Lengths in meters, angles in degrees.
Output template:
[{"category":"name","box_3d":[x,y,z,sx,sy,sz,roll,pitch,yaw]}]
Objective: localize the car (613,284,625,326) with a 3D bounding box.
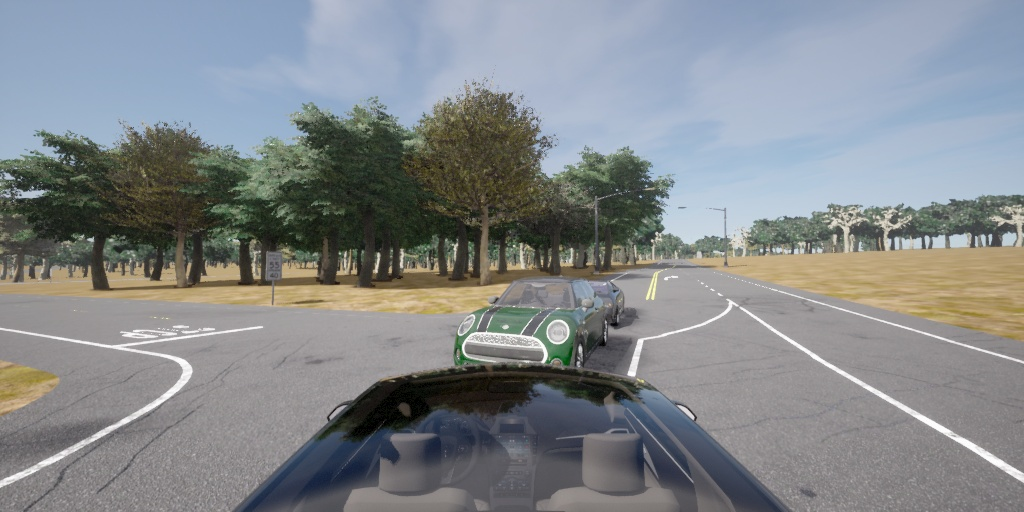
[{"category":"car","box_3d":[2.901,1.554,12.901,1.994,1.385,4.181,-2,0,22]}]

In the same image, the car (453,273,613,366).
[{"category":"car","box_3d":[0.678,1.222,7.468,2.097,1.767,4.553,-1,-2,22]}]
